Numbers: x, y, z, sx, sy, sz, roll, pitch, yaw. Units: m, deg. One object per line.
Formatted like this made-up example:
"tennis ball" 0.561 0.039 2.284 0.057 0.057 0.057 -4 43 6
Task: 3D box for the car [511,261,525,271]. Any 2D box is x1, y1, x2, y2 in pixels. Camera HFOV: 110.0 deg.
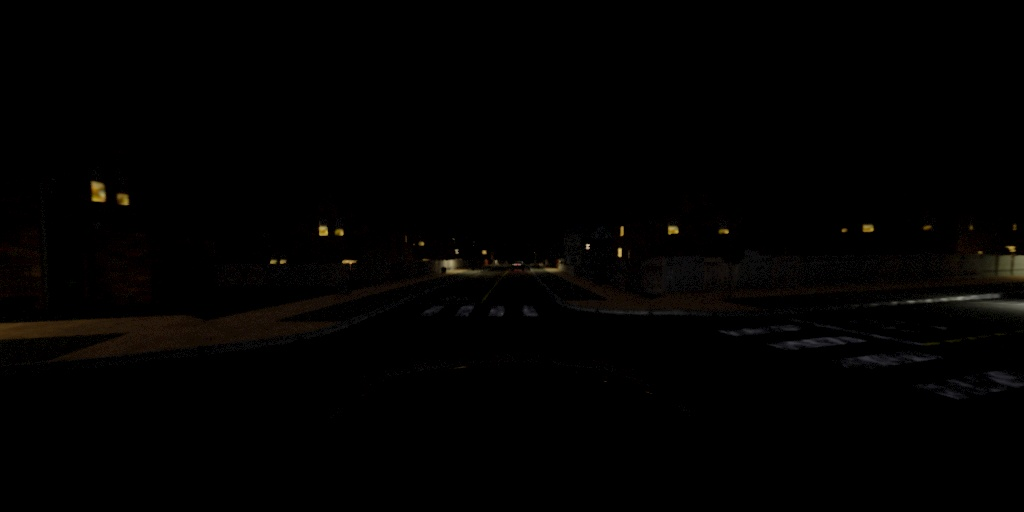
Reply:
"car" 0.835 1.382 51.179 2.128 1.511 4.902 0 0 2
